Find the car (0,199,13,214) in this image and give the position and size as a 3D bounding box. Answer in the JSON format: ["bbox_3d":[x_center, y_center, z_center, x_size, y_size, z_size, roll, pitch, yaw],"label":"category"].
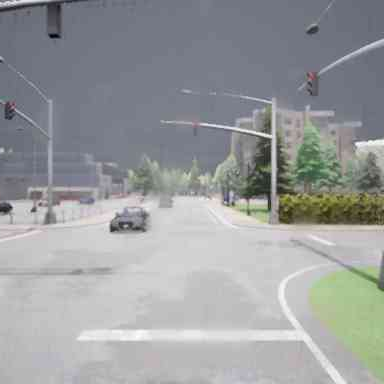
[{"bbox_3d":[-17.702,1.314,29.333,2.007,1.523,4.514,0,0,0],"label":"car"}]

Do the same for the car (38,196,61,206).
[{"bbox_3d":[-20.507,1.343,47.975,1.970,1.475,3.806,0,0,0],"label":"car"}]

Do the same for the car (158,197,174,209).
[{"bbox_3d":[-3.498,1.513,45.210,1.837,1.490,4.892,0,2,0],"label":"car"}]

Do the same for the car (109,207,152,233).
[{"bbox_3d":[-3.499,1.592,19.544,1.994,1.385,4.181,0,0,0],"label":"car"}]

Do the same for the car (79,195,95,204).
[{"bbox_3d":[-17.454,1.326,55.366,1.845,1.501,3.633,0,0,0],"label":"car"}]
